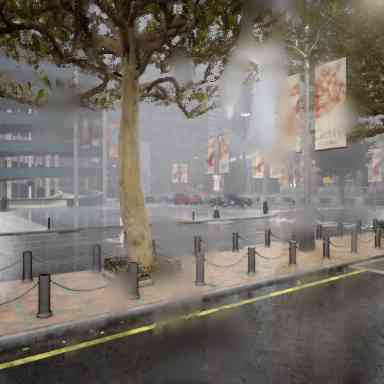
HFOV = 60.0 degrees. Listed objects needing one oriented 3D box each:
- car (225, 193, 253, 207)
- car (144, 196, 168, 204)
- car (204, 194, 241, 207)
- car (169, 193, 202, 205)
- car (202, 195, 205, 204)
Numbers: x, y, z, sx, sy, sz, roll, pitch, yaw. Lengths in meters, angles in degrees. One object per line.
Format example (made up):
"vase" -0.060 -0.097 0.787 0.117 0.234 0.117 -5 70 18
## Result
"car" 7.184 1.221 53.067 2.150 2.045 5.566 0 0 -36
"car" -7.692 1.505 66.427 4.892 1.490 1.837 0 0 43
"car" 4.572 1.491 50.696 2.128 1.511 4.902 0 0 -35
"car" -1.175 1.221 58.707 2.150 2.045 5.566 0 0 -36
"car" 1.486 1.352 60.933 2.097 1.767 4.553 0 0 -37
